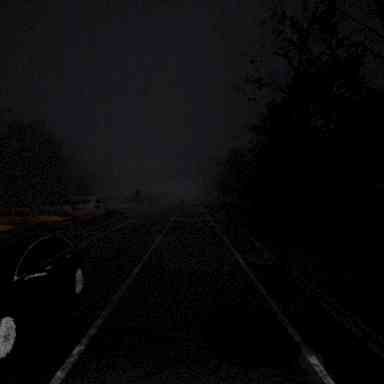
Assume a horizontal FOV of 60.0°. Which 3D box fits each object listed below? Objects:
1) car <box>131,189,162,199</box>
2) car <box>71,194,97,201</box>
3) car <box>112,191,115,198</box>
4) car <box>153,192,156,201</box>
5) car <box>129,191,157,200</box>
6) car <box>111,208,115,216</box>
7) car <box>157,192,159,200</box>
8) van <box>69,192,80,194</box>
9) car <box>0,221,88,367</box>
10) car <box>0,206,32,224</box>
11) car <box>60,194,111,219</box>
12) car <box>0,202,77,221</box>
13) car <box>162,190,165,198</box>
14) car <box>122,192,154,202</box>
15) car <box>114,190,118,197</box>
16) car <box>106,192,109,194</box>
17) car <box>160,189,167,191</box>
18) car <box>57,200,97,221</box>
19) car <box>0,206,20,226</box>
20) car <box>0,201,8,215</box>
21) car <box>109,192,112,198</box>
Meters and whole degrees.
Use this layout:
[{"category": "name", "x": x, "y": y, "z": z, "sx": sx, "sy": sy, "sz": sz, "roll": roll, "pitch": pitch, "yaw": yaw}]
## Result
[{"category": "car", "x": -10.195, "y": 0.956, "z": 74.461, "sx": 5.566, "sy": 2.045, "sz": 2.435, "roll": 0, "pitch": 0, "yaw": 0}, {"category": "car", "x": -23.290, "y": 1.246, "z": 71.676, "sx": 4.792, "sy": 1.488, "sz": 2.163, "roll": 0, "pitch": 0, "yaw": 0}, {"category": "car", "x": -23.184, "y": 1.059, "z": 85.499, "sx": 5.008, "sy": 1.535, "sz": 2.097, "roll": 0, "pitch": 1, "yaw": 0}, {"category": "car", "x": -10.240, "y": 1.246, "z": 66.103, "sx": 4.792, "sy": 1.488, "sz": 2.163, "roll": 0, "pitch": 0, "yaw": 0}, {"category": "car", "x": -10.227, "y": 1.096, "z": 68.889, "sx": 4.553, "sy": 1.767, "sz": 2.185, "roll": 0, "pitch": 0, "yaw": 0}, {"category": "car", "x": -10.111, "y": 1.691, "z": 30.727, "sx": 5.008, "sy": 1.535, "sz": 2.097, "roll": 0, "pitch": -1, "yaw": 0}, {"category": "car", "x": -10.176, "y": 1.219, "z": 71.668, "sx": 5.008, "sy": 1.535, "sz": 2.097, "roll": 0, "pitch": 0, "yaw": 0}, {"category": "van", "x": -23.179, "y": 0.985, "z": 63.305, "sx": 4.442, "sy": 1.987, "sz": 1.878, "roll": 1, "pitch": 0, "yaw": 0}, {"category": "car", "x": -3.347, "y": 1.520, "z": 5.830, "sx": 1.837, "sy": 1.490, "sz": 4.892, "roll": 0, "pitch": 0, "yaw": 0}, {"category": "car", "x": -9.994, "y": 1.533, "z": 13.949, "sx": 5.366, "sy": 1.575, "sz": 1.946, "roll": 0, "pitch": -1, "yaw": 0}, {"category": "car", "x": -10.146, "y": 1.414, "z": 27.954, "sx": 5.566, "sy": 2.045, "sz": 2.435, "roll": 0, "pitch": -1, "yaw": 0}, {"category": "car", "x": -9.969, "y": 1.584, "z": 19.622, "sx": 5.366, "sy": 1.575, "sz": 1.946, "roll": 0, "pitch": -1, "yaw": 0}, {"category": "car", "x": -10.077, "y": 0.932, "z": 85.609, "sx": 4.553, "sy": 1.767, "sz": 2.185, "roll": 0, "pitch": 1, "yaw": 0}, {"category": "car", "x": -10.196, "y": 1.240, "z": 63.319, "sx": 4.792, "sy": 1.488, "sz": 2.163, "roll": 0, "pitch": 0, "yaw": 0}, {"category": "car", "x": -23.168, "y": 0.996, "z": 88.416, "sx": 4.892, "sy": 1.521, "sz": 2.231, "roll": 0, "pitch": 1, "yaw": 0}, {"category": "car", "x": -23.189, "y": 1.184, "z": 79.919, "sx": 4.792, "sy": 1.488, "sz": 2.163, "roll": 0, "pitch": 1, "yaw": 0}, {"category": "car", "x": -10.096, "y": 0.722, "z": 93.968, "sx": 4.553, "sy": 1.767, "sz": 2.185, "roll": 0, "pitch": 2, "yaw": 0}, {"category": "car", "x": -10.315, "y": 1.636, "z": 25.176, "sx": 5.366, "sy": 1.575, "sz": 1.946, "roll": 0, "pitch": -1, "yaw": 0}, {"category": "car", "x": -14.575, "y": 1.748, "z": 23.980, "sx": 1.895, "sy": 1.301, "sz": 4.718, "roll": 0, "pitch": -1, "yaw": 0}, {"category": "car", "x": -23.156, "y": 1.740, "z": 36.208, "sx": 5.008, "sy": 1.535, "sz": 2.097, "roll": 0, "pitch": -1, "yaw": 0}, {"category": "car", "x": -23.198, "y": 1.111, "z": 82.709, "sx": 5.008, "sy": 1.535, "sz": 2.097, "roll": 0, "pitch": 1, "yaw": 0}]
